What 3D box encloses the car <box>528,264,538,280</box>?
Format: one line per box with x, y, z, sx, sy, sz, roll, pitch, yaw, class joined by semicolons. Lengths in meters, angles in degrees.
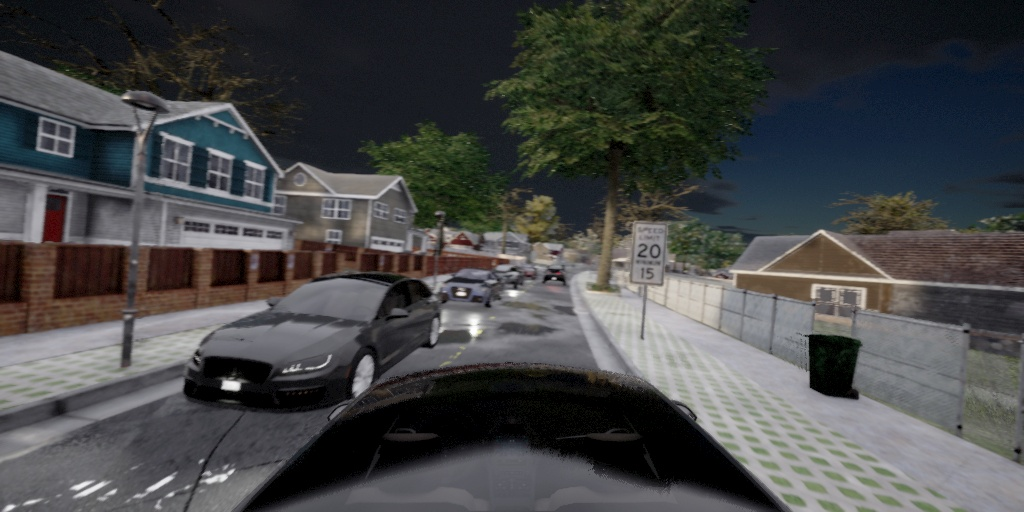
1.293;1.419;33.593;1.994;1.385;4.181;4;0;10;car

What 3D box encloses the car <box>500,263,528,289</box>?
-0.292;1.252;23.769;1.812;1.442;4.674;4;0;9;car

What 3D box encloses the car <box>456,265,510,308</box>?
-1.534;1.195;14.835;1.994;1.385;4.181;4;0;8;car

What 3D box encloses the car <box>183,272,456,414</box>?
-2.557;1.059;5.994;1.837;1.490;4.892;4;0;5;car

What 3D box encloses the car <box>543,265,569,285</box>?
3.726;1.545;30.513;1.837;1.490;4.892;4;0;9;car
